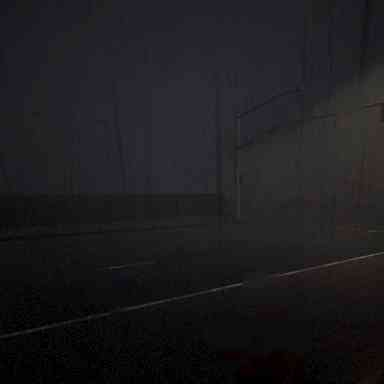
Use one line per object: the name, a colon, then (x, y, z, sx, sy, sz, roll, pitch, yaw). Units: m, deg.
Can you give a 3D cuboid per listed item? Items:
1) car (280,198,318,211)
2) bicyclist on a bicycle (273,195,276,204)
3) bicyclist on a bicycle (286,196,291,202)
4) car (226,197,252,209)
car: (13.289, 1.505, 41.640, 1.837, 1.490, 4.892, 0, 0, -34)
bicyclist on a bicycle: (13.517, 1.300, 54.460, 0.582, 1.620, 1.656, 0, 0, 21)
bicyclist on a bicycle: (14.516, 1.453, 49.552, 1.656, 1.620, 0.582, 0, 0, -23)
car: (6.099, 1.477, 45.958, 1.882, 1.535, 5.008, 0, 0, -34)
